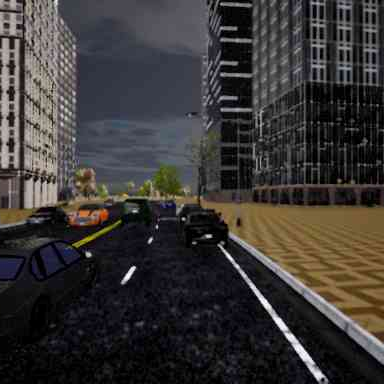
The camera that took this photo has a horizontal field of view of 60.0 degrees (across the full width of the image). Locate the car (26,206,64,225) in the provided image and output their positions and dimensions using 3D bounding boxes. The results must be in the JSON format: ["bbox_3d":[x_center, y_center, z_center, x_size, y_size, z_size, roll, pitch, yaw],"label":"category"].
[{"bbox_3d":[-10.897,1.806,25.289,1.812,1.442,4.674,0,-1,-5],"label":"car"}]

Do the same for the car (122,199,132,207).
[{"bbox_3d":[-12.892,2.243,66.070,1.837,1.490,4.892,0,-1,-10],"label":"car"}]

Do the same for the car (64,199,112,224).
[{"bbox_3d":[-7.634,1.627,24.959,2.097,1.767,4.553,0,-1,-4],"label":"car"}]

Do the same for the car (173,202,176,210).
[{"bbox_3d":[-0.573,1.876,32.078,1.812,1.442,4.674,0,-1,-5],"label":"car"}]

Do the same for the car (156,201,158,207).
[{"bbox_3d":[-6.032,2.278,65.339,2.033,1.411,5.357,0,-1,-11],"label":"car"}]

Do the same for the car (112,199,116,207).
[{"bbox_3d":[-16.090,2.091,65.472,2.097,1.767,4.553,0,-1,-10],"label":"car"}]

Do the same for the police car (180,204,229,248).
[{"bbox_3d":[0.553,1.599,15.976,1.930,1.638,5.238,0,-1,-3],"label":"police car"}]

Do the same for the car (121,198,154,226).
[{"bbox_3d":[-4.252,1.509,26.176,2.150,2.045,5.566,0,-1,-4],"label":"car"}]

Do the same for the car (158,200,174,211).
[{"bbox_3d":[-3.464,1.896,49.244,2.097,1.767,4.553,0,-1,-8],"label":"car"}]

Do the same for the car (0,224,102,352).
[{"bbox_3d":[-3.260,1.620,6.489,2.033,1.411,5.357,0,-1,-1],"label":"car"}]

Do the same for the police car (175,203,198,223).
[{"bbox_3d":[-0.075,1.710,26.115,1.930,1.638,5.238,0,-1,-4],"label":"police car"}]
